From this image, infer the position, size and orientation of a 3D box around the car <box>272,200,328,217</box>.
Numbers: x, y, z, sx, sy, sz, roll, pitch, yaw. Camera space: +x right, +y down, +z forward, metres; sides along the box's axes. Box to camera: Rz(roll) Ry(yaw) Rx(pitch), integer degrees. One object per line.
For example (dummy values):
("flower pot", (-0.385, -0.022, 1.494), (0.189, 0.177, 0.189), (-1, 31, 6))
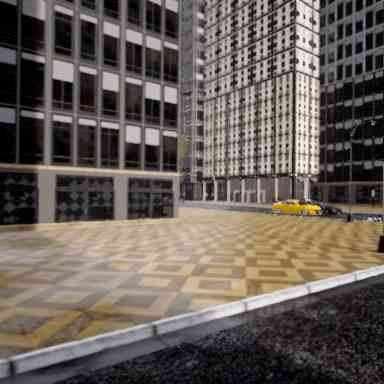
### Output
("car", (10.159, 1.541, 32.419), (1.882, 1.535, 5.008), (1, 0, -37))

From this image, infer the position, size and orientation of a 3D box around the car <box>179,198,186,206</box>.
("car", (-3.269, 1.395, 50.539), (1.812, 1.442, 4.674), (1, 0, -36))

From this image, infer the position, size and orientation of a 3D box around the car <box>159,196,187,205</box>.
("car", (-3.232, 1.421, 55.993), (2.033, 1.411, 5.357), (1, 0, -36))

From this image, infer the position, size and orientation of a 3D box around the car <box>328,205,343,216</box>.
("car", (12.722, 1.653, 34.417), (2.033, 1.411, 5.357), (1, 0, -37))
